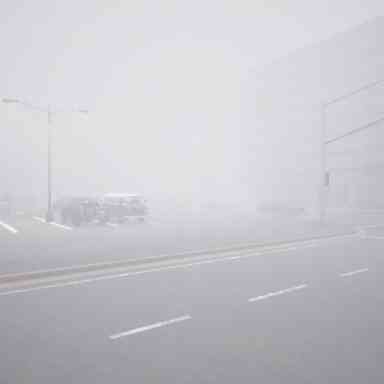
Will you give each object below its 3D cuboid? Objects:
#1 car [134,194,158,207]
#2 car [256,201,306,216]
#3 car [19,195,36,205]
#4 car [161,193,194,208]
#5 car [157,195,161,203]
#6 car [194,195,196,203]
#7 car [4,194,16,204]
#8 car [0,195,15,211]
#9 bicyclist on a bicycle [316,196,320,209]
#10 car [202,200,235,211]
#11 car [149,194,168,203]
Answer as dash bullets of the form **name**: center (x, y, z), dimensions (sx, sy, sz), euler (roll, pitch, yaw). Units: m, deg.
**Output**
- **car**: center (-8.989, 1.547, 66.007), dimensions (2.128, 1.511, 4.902), euler (0, 0, -35)
- **car**: center (9.053, 1.603, 34.350), dimensions (2.033, 1.411, 5.357), euler (0, 0, -36)
- **car**: center (-27.331, 1.209, 55.321), dimensions (1.932, 1.855, 4.605), euler (0, 0, -35)
- **car**: center (-2.248, 1.409, 50.224), dimensions (2.097, 1.767, 4.553), euler (0, 0, -35)
- **car**: center (-3.574, 1.533, 58.429), dimensions (1.882, 1.535, 5.008), euler (0, 0, -36)
- **car**: center (-1.521, 1.277, 61.582), dimensions (2.150, 2.045, 5.566), euler (0, 0, -35)
- **car**: center (-29.725, 1.212, 53.694), dimensions (1.905, 1.878, 3.866), euler (0, 0, -35)
- **car**: center (-21.843, 1.451, 37.873), dimensions (1.970, 1.475, 3.806), euler (0, 0, -35)
- **bicyclist on a bicycle**: center (16.475, 1.356, 42.858), dimensions (1.656, 1.620, 0.582), euler (0, 0, -35)
- **car**: center (3.348, 1.656, 42.353), dimensions (1.895, 1.301, 4.718), euler (0, 0, -36)
- **car**: center (-7.056, 1.407, 69.343), dimensions (2.097, 1.767, 4.553), euler (0, 0, -35)
